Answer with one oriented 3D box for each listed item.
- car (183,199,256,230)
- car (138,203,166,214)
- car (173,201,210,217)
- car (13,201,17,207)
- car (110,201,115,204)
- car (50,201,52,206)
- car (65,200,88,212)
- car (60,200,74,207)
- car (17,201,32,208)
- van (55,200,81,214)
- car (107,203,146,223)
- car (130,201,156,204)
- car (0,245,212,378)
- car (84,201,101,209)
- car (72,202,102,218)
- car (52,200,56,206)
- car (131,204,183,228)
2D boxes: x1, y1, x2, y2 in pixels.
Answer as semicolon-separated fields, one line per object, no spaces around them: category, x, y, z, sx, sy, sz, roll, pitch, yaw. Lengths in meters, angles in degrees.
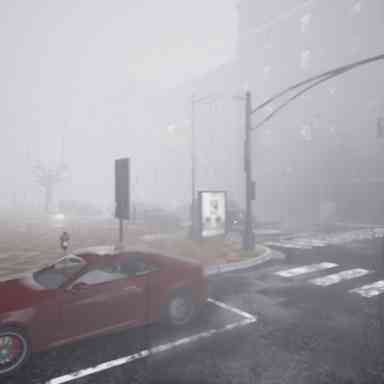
car;2.002;1.501;23.692;2.150;2.045;5.566;0;-1;-36
car;-5.367;2.126;43.861;1.802;1.307;4.206;-2;0;-36
car;-0.107;1.854;36.680;1.967;1.590;4.097;-2;0;-36
car;-41.621;2.879;79.492;1.887;1.381;4.507;-1;0;-36
car;-11.964;2.148;52.838;1.967;1.590;4.097;-2;0;-36
car;-34.834;2.826;84.407;1.887;1.381;4.507;-2;0;-36
car;-17.732;2.124;51.114;2.097;1.767;4.553;0;0;-36
car;-28.303;2.557;75.387;1.967;1.590;4.097;-2;0;-36
car;-35.087;2.720;70.471;2.008;1.369;4.403;-1;0;-36
van;-16.792;2.052;45.160;1.690;1.788;3.998;-1;0;-36
car;-5.789;1.986;29.802;2.008;1.369;4.403;-1;0;-36
car;-5.593;1.820;34.187;2.097;1.767;4.553;0;-1;-36
car;-1.574;1.584;5.446;4.206;1.307;1.802;0;0;-35
car;-18.498;2.453;61.856;1.802;1.307;4.206;-2;0;-36
car;-11.870;2.132;38.275;1.887;1.381;4.507;-1;0;-36
car;-31.566;2.764;79.897;1.947;1.339;4.313;-2;0;-36
car;-2.522;1.905;25.291;2.008;1.369;4.403;-1;0;-36
